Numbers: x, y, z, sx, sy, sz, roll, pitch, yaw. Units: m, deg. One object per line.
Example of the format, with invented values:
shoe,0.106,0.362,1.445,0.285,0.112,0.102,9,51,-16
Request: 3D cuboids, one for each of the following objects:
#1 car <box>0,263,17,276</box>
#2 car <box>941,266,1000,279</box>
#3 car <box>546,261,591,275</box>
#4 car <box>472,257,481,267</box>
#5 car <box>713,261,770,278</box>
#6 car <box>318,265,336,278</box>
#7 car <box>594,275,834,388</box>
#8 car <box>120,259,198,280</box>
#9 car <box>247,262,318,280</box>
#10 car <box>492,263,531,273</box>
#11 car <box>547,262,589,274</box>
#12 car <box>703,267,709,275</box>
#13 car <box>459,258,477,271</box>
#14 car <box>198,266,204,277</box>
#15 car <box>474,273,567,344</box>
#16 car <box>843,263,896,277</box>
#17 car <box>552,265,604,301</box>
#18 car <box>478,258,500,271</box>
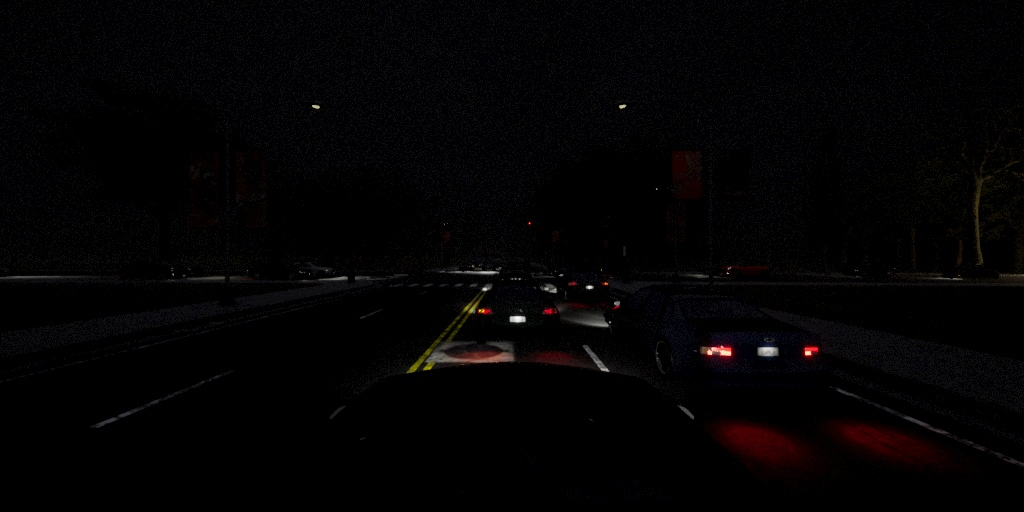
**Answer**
car,-49.030,1.161,33.161,4.902,1.511,2.128,0,0,0
car,47.574,1.676,37.263,4.181,1.385,1.994,1,0,0
car,6.554,1.381,41.913,4.892,1.490,1.837,0,1,26
car,-6.535,1.207,64.449,2.150,2.045,5.566,0,0,0
car,23.944,1.312,37.148,4.553,1.767,2.097,0,0,0
car,-18.923,1.286,33.396,4.674,1.442,1.812,0,0,-1
car,3.352,1.301,7.207,2.033,1.411,5.357,0,0,0
car,-29.739,1.070,30.043,4.553,1.767,2.097,0,0,-1
car,-19.446,1.258,30.139,4.892,1.490,1.837,0,0,-1
car,0.099,1.283,18.565,1.837,1.490,4.892,0,0,0
car,6.563,1.405,36.437,5.357,1.411,2.033,1,0,-11
car,23.884,1.529,40.397,4.181,1.385,1.994,0,0,-1
car,-6.565,1.414,52.201,1.837,1.490,4.892,0,0,0
car,-31.503,1.194,33.275,5.008,1.535,1.882,0,0,0
car,0.107,1.320,9.659,1.994,1.385,4.181,0,0,0
car,40.351,1.567,40.506,4.892,1.490,1.837,0,0,0
car,3.358,1.339,17.553,1.994,1.385,4.181,0,0,0
car,-3.313,1.403,52.753,2.128,1.511,4.902,0,0,0
